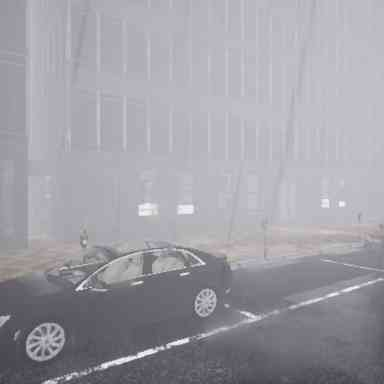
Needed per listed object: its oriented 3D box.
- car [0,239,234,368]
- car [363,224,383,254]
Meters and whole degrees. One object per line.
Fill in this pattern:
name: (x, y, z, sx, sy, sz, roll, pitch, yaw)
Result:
car: (-1.246, 1.551, 5.666, 4.403, 1.369, 2.008, 0, 0, -35)
car: (8.035, 1.582, 12.258, 4.206, 1.307, 1.802, 0, 0, -35)
